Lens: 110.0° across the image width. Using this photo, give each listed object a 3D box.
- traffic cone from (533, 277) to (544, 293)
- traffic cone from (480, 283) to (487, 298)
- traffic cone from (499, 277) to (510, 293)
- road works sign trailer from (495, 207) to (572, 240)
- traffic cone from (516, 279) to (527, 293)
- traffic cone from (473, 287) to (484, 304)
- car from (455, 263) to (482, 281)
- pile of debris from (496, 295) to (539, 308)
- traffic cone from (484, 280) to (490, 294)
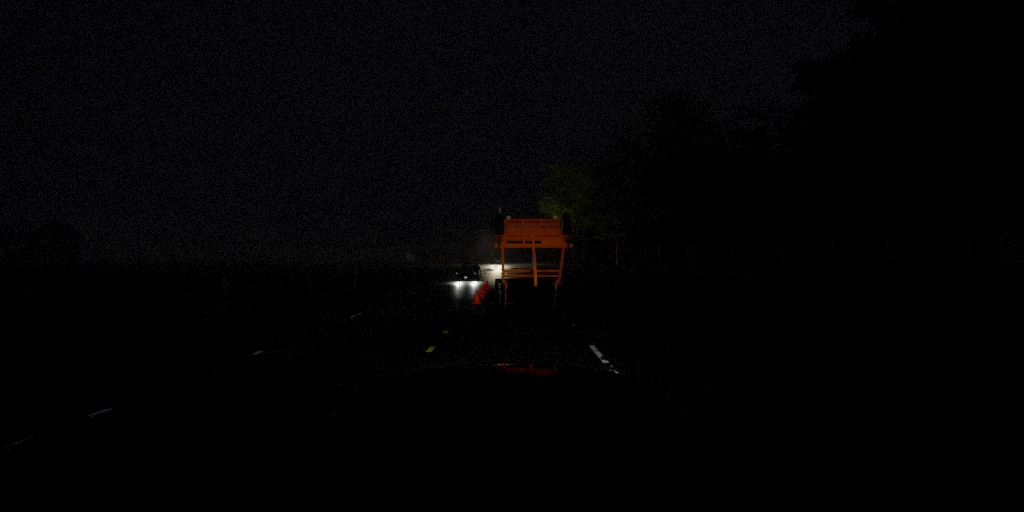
[{"bbox_3d":[1.545,1.688,20.903,0.340,0.580,0.340,0,0,0],"label":"traffic cone"},{"bbox_3d":[-1.459,1.692,16.908,0.340,0.580,0.340,0,0,0],"label":"traffic cone"},{"bbox_3d":[-0.453,1.688,20.906,0.340,0.580,0.340,0,0,0],"label":"traffic cone"},{"bbox_3d":[0.629,-2.366,10.118,2.380,3.560,2.880,0,0,0],"label":"road works sign trailer"},{"bbox_3d":[0.546,1.688,20.905,0.340,0.580,0.340,0,0,0],"label":"traffic cone"},{"bbox_3d":[-1.462,1.694,14.909,0.340,0.580,0.340,0,0,0],"label":"traffic cone"},{"bbox_3d":[-3.547,1.269,30.142,2.033,1.411,5.357,0,0,0],"label":"car"},{"bbox_3d":[0.022,1.904,14.912,1.860,0.140,1.500,0,0,0],"label":"pile of debris"},{"bbox_3d":[-1.455,1.690,18.909,0.340,0.580,0.340,0,0,0],"label":"traffic cone"}]
